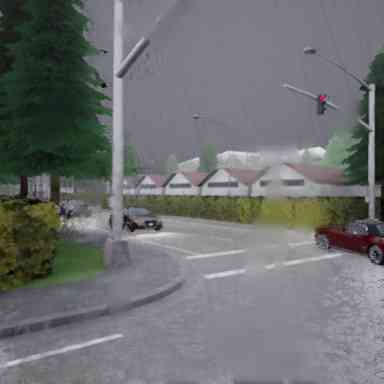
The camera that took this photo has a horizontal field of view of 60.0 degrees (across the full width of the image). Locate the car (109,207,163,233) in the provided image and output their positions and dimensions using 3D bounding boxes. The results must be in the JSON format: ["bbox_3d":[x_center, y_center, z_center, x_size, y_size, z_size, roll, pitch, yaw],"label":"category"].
[{"bbox_3d":[-3.471,1.637,20.321,1.994,1.385,4.181,0,0,-36],"label":"car"}]

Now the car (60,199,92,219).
[{"bbox_3d":[-10.781,1.428,30.446,2.097,1.767,4.553,0,-1,-36],"label":"car"}]

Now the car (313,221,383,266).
[{"bbox_3d":[6.437,1.693,12.055,1.895,1.301,4.718,0,0,-11],"label":"car"}]
